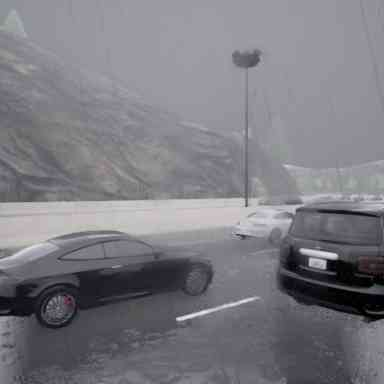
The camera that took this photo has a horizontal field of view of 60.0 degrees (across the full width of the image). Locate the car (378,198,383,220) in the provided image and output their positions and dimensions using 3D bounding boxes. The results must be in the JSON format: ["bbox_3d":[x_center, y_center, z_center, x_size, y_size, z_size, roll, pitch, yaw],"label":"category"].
[{"bbox_3d":[17.209,1.356,27.309,4.553,1.767,2.097,0,0,-44],"label":"car"}]

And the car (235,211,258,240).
[{"bbox_3d":[4.044,1.528,15.732,4.674,1.442,1.812,0,0,-39],"label":"car"}]

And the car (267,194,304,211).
[{"bbox_3d":[11.881,1.228,41.927,2.150,2.045,5.566,0,0,44],"label":"car"}]

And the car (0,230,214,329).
[{"bbox_3d":[-1.670,1.527,6.917,4.674,1.442,1.812,0,0,-36],"label":"car"}]

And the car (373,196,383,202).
[{"bbox_3d":[41.676,1.557,74.383,1.994,1.385,4.181,0,0,31],"label":"car"}]

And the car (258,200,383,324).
[{"bbox_3d":[4.119,1.222,6.881,5.566,2.045,2.150,0,0,-37],"label":"car"}]
